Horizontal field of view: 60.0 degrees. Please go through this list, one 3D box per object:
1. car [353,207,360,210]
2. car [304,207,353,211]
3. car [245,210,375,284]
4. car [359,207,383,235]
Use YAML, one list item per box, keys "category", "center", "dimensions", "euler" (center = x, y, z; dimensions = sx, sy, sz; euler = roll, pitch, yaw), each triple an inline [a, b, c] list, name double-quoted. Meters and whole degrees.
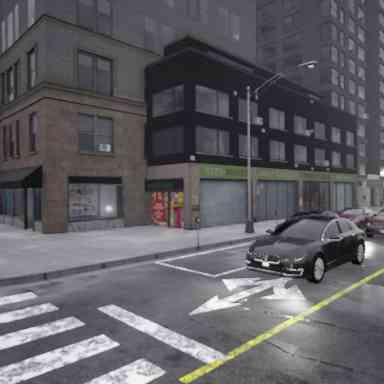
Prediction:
- category: "car"
  center: [9.546, 1.519, 19.398]
  dimensions: [4.206, 1.307, 1.802]
  euler: [0, 0, -45]
- category: "car"
  center: [5.523, 1.532, 15.413]
  dimensions: [4.313, 1.339, 1.947]
  euler: [0, 0, -45]
- category: "car"
  center: [3.515, 1.491, 9.805]
  dimensions: [4.892, 1.490, 1.837]
  euler: [-1, 0, -45]
- category: "car"
  center: [10.134, 1.464, 16.360]
  dimensions: [4.674, 1.442, 1.812]
  euler: [0, 0, -45]
